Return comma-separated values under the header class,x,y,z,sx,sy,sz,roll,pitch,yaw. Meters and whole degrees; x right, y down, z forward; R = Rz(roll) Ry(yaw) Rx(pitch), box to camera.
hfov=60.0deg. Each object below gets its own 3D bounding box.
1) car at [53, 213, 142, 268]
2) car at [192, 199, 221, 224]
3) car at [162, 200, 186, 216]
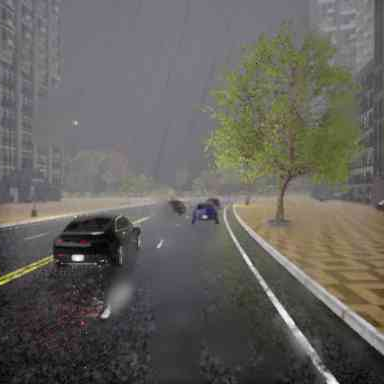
class,x,y,z,sx,sy,sz,roll,pitch,yaw
car,-2.915,1.474,11.144,1.837,1.490,4.892,0,0,2
car,1.012,1.471,24.333,1.812,1.442,4.674,0,0,4
car,-1.661,1.453,31.710,1.812,1.442,4.674,0,0,5
